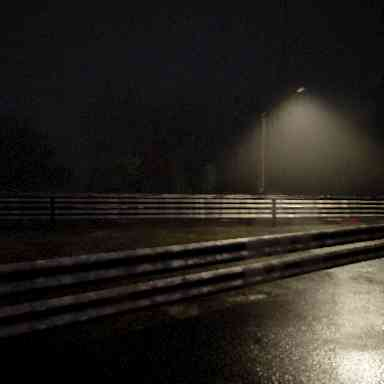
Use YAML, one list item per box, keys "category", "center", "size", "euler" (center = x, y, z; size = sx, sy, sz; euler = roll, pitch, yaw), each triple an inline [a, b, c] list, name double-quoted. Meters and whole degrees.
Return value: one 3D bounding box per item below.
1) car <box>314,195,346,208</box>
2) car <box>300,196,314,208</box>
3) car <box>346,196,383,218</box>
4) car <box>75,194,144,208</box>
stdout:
- category: "car"
  center: [13.474, 1.113, 28.040]
  size: [5.357, 1.411, 2.033]
  euler: [1, 0, -14]
- category: "car"
  center: [12.652, 1.059, 31.443]
  size: [4.892, 1.490, 1.837]
  euler: [1, 0, -14]
- category: "car"
  center: [14.331, 1.080, 24.648]
  size: [4.892, 1.490, 1.837]
  euler: [1, 0, -14]
- category: "car"
  center: [-5.679, 0.852, 23.144]
  size: [4.674, 1.442, 1.812]
  euler: [1, 0, -14]
